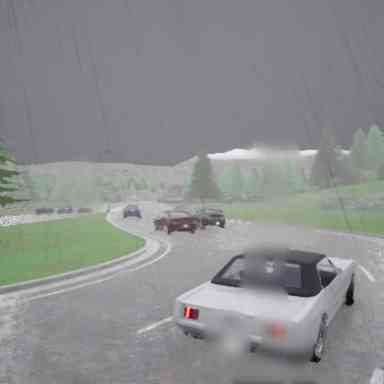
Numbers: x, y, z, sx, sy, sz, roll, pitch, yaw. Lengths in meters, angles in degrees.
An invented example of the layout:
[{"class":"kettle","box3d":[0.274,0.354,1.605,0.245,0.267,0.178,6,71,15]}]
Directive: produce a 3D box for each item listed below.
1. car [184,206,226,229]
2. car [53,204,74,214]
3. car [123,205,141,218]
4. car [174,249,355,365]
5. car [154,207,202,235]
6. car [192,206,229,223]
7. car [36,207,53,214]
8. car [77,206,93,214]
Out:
[{"class":"car","box3d":[1.026,2.114,26.771,1.837,1.490,4.892,0,-1,-21]},{"class":"car","box3d":[-23.259,3.085,61.062,2.097,1.767,4.553,-1,-1,-5]},{"class":"car","box3d":[-7.943,2.473,43.654,2.097,1.767,4.553,0,-1,-14]},{"class":"car","box3d":[1.758,1.727,6.186,1.895,1.301,4.718,-2,-2,33]},{"class":"car","box3d":[-1.274,2.032,23.008,1.882,1.535,5.008,0,-1,-21]},{"class":"car","box3d":[1.844,2.277,34.874,2.128,1.511,4.902,0,-1,-18]},{"class":"car","box3d":[-26.735,3.377,60.784,1.895,1.301,4.718,-1,-1,-5]},{"class":"car","box3d":[-19.783,3.299,61.596,1.895,1.301,4.718,-1,-1,-5]}]
